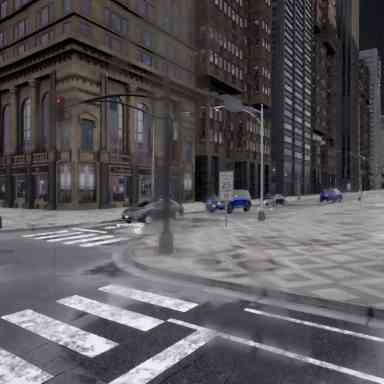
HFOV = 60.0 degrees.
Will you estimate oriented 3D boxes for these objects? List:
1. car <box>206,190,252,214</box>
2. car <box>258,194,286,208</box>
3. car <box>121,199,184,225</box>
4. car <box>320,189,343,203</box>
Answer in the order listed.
[{"bbox_3d":[3.480,0.825,30.540,2.150,2.045,5.566,0,1,36],"label":"car"},{"bbox_3d":[9.410,0.959,38.797,2.128,1.511,4.902,0,1,36],"label":"car"},{"bbox_3d":[-2.510,1.247,22.155,1.837,1.490,4.892,0,1,37],"label":"car"},{"bbox_3d":[20.424,0.511,48.686,2.150,2.045,5.566,0,1,36],"label":"car"}]
